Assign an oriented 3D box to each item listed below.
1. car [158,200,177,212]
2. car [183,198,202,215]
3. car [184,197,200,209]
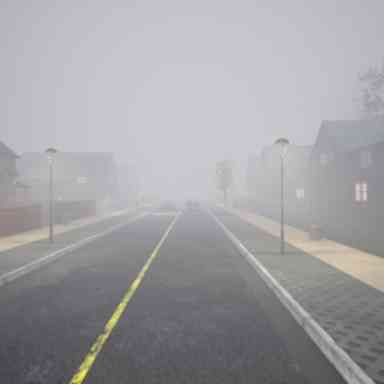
[{"bbox_3d":[-2.765,1.587,38.598,1.994,1.385,4.181,0,0,0],"label":"car"},{"bbox_3d":[0.094,1.568,34.385,2.033,1.411,5.357,0,0,0],"label":"car"},{"bbox_3d":[0.032,1.517,46.564,2.128,1.511,4.902,0,0,0],"label":"car"}]
